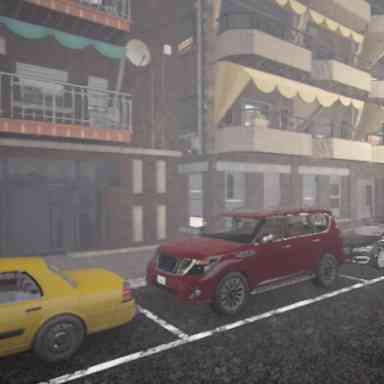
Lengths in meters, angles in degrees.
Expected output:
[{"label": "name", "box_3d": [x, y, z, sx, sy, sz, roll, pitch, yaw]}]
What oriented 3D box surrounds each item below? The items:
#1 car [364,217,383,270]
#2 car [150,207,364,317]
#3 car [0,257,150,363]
[{"label": "car", "box_3d": [5.984, 1.528, 10.832, 4.403, 1.369, 2.008, 0, 0, -35]}, {"label": "car", "box_3d": [1.482, 1.304, 7.625, 5.009, 1.841, 2.192, 0, 0, -35]}, {"label": "car", "box_3d": [-3.154, 1.527, 4.317, 4.829, 1.417, 1.752, 0, 0, -35]}]
